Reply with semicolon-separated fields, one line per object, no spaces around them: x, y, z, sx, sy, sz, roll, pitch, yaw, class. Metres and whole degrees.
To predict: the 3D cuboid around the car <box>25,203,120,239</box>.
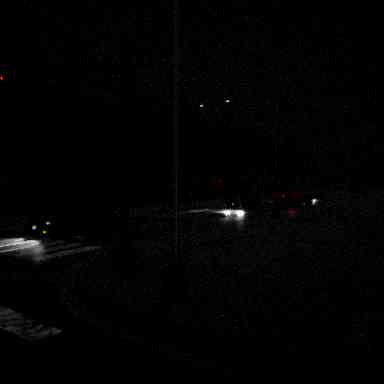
-5.398;1.238;15.420;1.994;1.385;4.181;0;2;35;car

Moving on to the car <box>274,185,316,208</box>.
9.602;0.357;31.440;2.150;2.045;5.566;0;2;35;car

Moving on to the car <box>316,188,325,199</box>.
17.377;0.257;47.309;2.033;1.411;5.357;0;2;35;car

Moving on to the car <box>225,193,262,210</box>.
4.578;0.793;29.456;1.994;1.385;4.181;0;2;35;car
